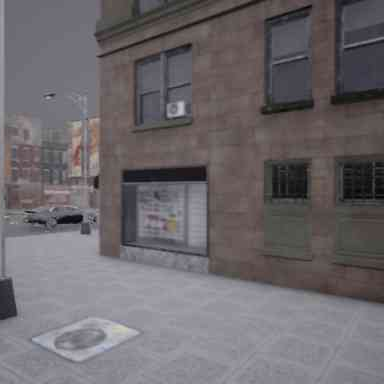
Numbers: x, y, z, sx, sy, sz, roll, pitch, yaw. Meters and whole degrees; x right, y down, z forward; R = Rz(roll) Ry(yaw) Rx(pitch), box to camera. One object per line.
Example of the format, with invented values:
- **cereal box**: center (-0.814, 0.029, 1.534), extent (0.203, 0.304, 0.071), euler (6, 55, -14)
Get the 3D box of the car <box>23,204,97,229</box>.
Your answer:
- **car**: center (-8.574, 1.560, 22.121), extent (2.128, 1.511, 4.902), euler (0, -1, 35)
